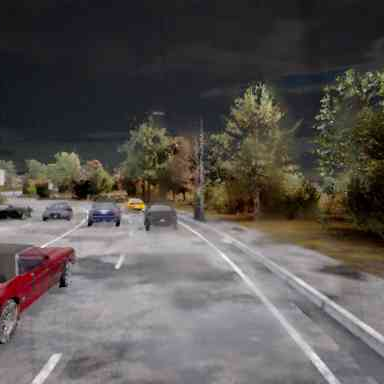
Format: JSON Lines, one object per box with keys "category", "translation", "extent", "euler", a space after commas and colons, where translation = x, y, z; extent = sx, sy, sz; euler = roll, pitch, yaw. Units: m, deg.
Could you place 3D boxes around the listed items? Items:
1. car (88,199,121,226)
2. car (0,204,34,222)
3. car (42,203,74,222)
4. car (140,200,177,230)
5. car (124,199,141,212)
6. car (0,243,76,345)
{"category": "car", "translation": [-6.200, 1.371, 23.890], "extent": [2.097, 1.767, 4.553], "euler": [0, 0, -12]}
{"category": "car", "translation": [-14.305, 1.635, 27.106], "extent": [1.895, 1.301, 4.718], "euler": [0, 0, -15]}
{"category": "car", "translation": [-10.558, 1.592, 26.438], "extent": [1.994, 1.385, 4.181], "euler": [0, 0, -14]}
{"category": "car", "translation": [-2.123, 1.488, 21.389], "extent": [1.882, 1.535, 5.008], "euler": [0, 0, -10]}
{"category": "car", "translation": [-6.841, 1.503, 39.159], "extent": [1.882, 1.535, 5.008], "euler": [0, 0, -19]}
{"category": "car", "translation": [-3.722, 1.613, 6.277], "extent": [1.895, 1.301, 4.718], "euler": [0, 0, -3]}
